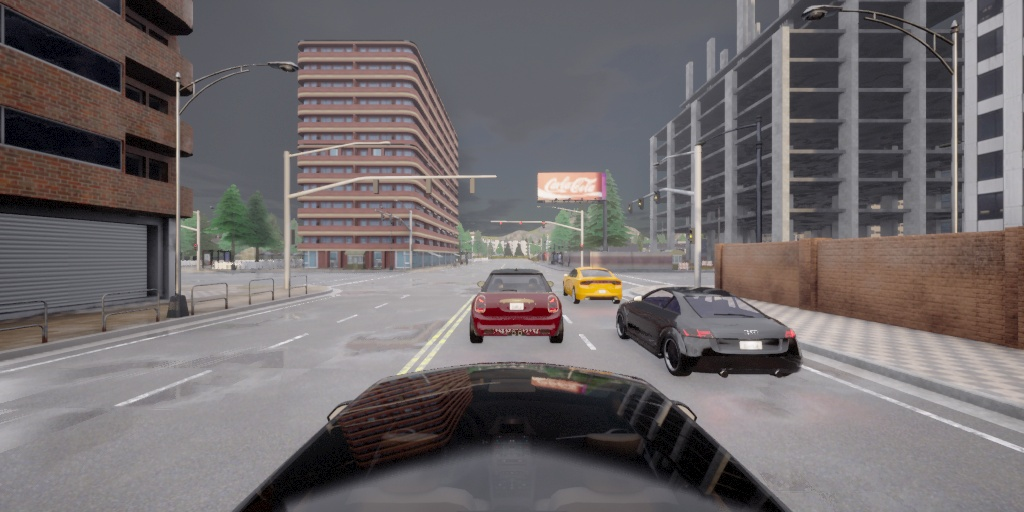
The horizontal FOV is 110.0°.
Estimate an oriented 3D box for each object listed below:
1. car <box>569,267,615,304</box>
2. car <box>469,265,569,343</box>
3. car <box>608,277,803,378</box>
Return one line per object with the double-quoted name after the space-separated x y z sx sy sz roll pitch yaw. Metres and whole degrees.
3.498 1.228 16.343 1.882 1.535 5.008 0 0 0 "car"
0.100 1.102 9.814 2.097 1.767 4.553 0 0 0 "car"
3.598 1.314 7.410 1.994 1.385 4.181 0 0 0 "car"
